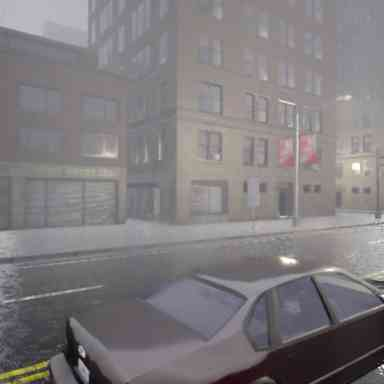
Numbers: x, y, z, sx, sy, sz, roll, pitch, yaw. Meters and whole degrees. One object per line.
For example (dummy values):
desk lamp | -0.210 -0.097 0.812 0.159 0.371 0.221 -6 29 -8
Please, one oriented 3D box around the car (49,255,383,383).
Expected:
car | 1.139 1.571 4.258 5.357 1.411 2.033 1 0 -35
